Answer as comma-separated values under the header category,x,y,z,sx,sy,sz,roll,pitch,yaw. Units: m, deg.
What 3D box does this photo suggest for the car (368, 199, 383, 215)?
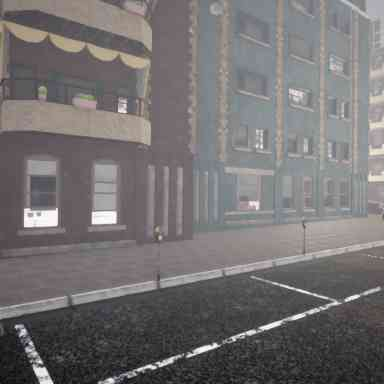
category,x,y,z,sx,sy,sz,roll,pitch,yaw
car,16.142,1.241,32.640,2.192,1.841,5.009,1,0,-36

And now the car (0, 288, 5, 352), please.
category,x,y,z,sx,sy,sz,roll,pitch,yaw
car,-4.195,1.566,3.097,4.313,1.339,1.947,0,1,-35
